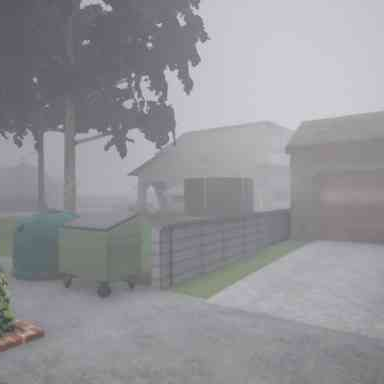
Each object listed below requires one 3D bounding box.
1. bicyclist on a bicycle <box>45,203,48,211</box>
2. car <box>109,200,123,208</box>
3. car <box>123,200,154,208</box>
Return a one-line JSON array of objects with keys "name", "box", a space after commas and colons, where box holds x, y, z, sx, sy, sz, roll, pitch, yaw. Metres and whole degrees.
[{"name": "bicyclist on a bicycle", "box": [-16.057, 1.661, 35.938, 1.656, 1.620, 0.582, -1, -1, 36]}, {"name": "car", "box": [-11.650, 2.055, 56.356, 1.895, 1.301, 4.718, -1, 0, 36]}, {"name": "car", "box": [-8.363, 1.975, 54.078, 1.895, 1.301, 4.718, -1, 0, 36]}]
